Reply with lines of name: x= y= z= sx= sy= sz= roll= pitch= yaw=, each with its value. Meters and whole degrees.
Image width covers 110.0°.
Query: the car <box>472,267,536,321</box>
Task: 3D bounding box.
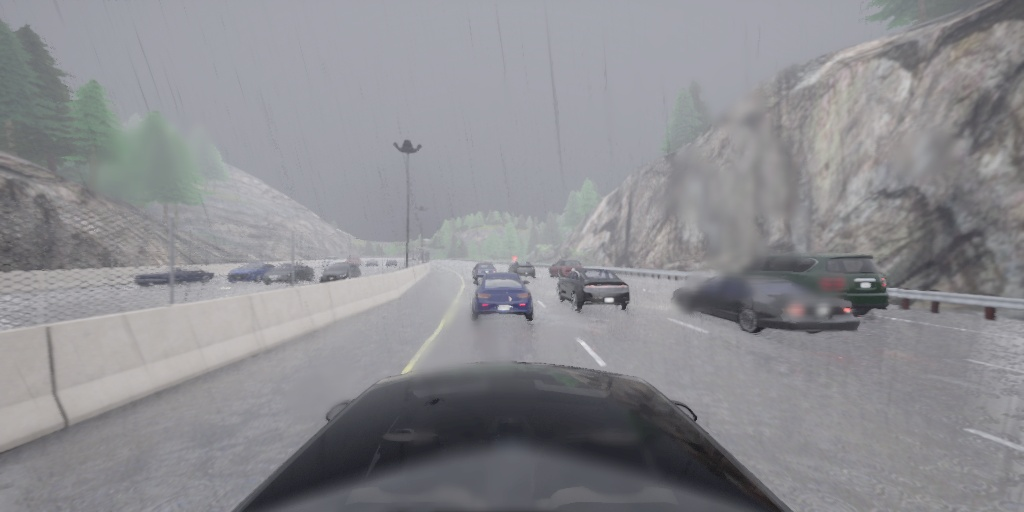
car: x=-0.357 y=1.277 z=12.341 sx=1.812 sy=1.442 sz=4.674 roll=0 pitch=0 yaw=-3

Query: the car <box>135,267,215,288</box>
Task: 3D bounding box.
car: x=-22.882 y=1.403 z=24.575 sx=1.895 sy=1.301 sz=4.718 roll=0 pitch=0 yaw=-9

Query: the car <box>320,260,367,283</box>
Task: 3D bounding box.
car: x=-12.615 y=1.284 z=26.733 sx=1.837 sy=1.490 sz=4.892 roll=0 pitch=0 yaw=-9

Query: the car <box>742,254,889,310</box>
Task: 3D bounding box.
car: x=10.139 y=0.950 z=13.138 sx=2.150 sy=2.045 sz=5.566 roll=0 pitch=0 yaw=-3

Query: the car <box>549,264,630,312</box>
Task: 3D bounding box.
car: x=3.038 y=1.236 z=14.179 sx=2.128 sy=1.511 sz=4.902 roll=0 pitch=0 yaw=-4

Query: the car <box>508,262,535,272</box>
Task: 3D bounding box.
car: x=0.824 y=1.242 z=32.481 sx=2.128 sy=1.511 sz=4.902 roll=0 pitch=0 yaw=-10

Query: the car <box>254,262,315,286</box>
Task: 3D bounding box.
car: x=-16.047 y=1.278 z=26.048 sx=2.128 sy=1.511 sz=4.902 roll=0 pitch=0 yaw=-9

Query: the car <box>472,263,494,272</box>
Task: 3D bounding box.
car: x=-2.384 y=1.305 z=30.687 sx=2.033 sy=1.411 sz=5.357 roll=0 pitch=0 yaw=-9

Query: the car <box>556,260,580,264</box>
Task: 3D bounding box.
car: x=4.632 y=1.094 z=30.828 sx=2.097 sy=1.767 sz=4.553 roll=0 pitch=0 yaw=-9

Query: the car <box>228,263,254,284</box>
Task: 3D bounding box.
car: x=-19.903 y=1.273 z=28.011 sx=1.882 sy=1.535 sz=5.008 roll=0 pitch=0 yaw=-10

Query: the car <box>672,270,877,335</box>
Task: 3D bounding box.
car: x=6.805 y=1.283 z=10.504 sx=2.033 sy=1.411 sz=5.357 roll=0 pitch=0 yaw=-3
